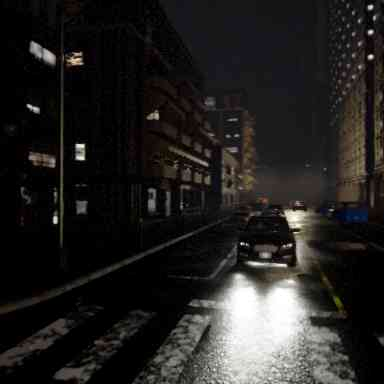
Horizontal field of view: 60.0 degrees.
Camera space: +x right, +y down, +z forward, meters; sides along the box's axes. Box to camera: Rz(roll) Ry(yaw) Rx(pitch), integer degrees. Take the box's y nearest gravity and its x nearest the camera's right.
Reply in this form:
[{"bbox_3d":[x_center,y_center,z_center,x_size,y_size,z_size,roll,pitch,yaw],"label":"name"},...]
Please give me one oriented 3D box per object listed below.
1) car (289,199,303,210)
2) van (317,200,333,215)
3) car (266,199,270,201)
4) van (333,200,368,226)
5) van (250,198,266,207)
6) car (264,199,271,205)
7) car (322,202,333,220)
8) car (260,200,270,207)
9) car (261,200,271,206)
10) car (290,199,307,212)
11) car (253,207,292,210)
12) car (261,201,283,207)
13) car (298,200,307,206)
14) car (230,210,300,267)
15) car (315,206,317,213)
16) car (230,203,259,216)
[{"bbox_3d":[18.096,2.068,57.795,2.097,1.767,4.553,0,-1,15],"label":"car"},{"bbox_3d":[15.255,1.783,36.809,1.690,1.788,3.998,0,-1,15],"label":"van"},{"bbox_3d":[12.898,2.072,60.791,2.192,1.841,5.009,0,-1,15],"label":"car"},{"bbox_3d":[12.380,1.644,25.884,1.690,1.788,3.998,0,-1,15],"label":"van"},{"bbox_3d":[8.587,1.884,44.403,1.690,1.788,3.998,0,-1,15],"label":"van"},{"bbox_3d":[20.040,2.645,87.934,1.752,1.417,4.829,0,-1,15],"label":"car"},{"bbox_3d":[13.817,1.923,31.344,2.008,1.369,4.403,0,-1,15],"label":"car"},{"bbox_3d":[15.772,2.467,71.712,1.947,1.339,4.313,0,-1,15],"label":"car"},{"bbox_3d":[17.210,2.525,77.174,2.008,1.369,4.403,0,-1,15],"label":"car"},{"bbox_3d":[15.467,2.077,47.797,2.128,1.511,4.902,0,-1,15],"label":"car"},{"bbox_3d":[5.157,1.847,21.182,1.895,1.301,4.718,0,-1,15],"label":"car"},{"bbox_3d":[7.767,1.876,31.073,1.837,1.490,4.892,0,-1,15],"label":"car"},{"bbox_3d":[26.751,2.599,80.504,1.802,1.307,4.206,0,-1,15],"label":"car"},{"bbox_3d":[2.776,1.624,12.136,2.128,1.511,4.902,0,-1,15],"label":"car"},{"bbox_3d":[16.691,2.079,42.269,1.947,1.339,4.313,0,-1,15],"label":"car"},{"bbox_3d":[4.276,1.884,28.014,2.008,1.369,4.403,0,-1,15],"label":"car"}]
